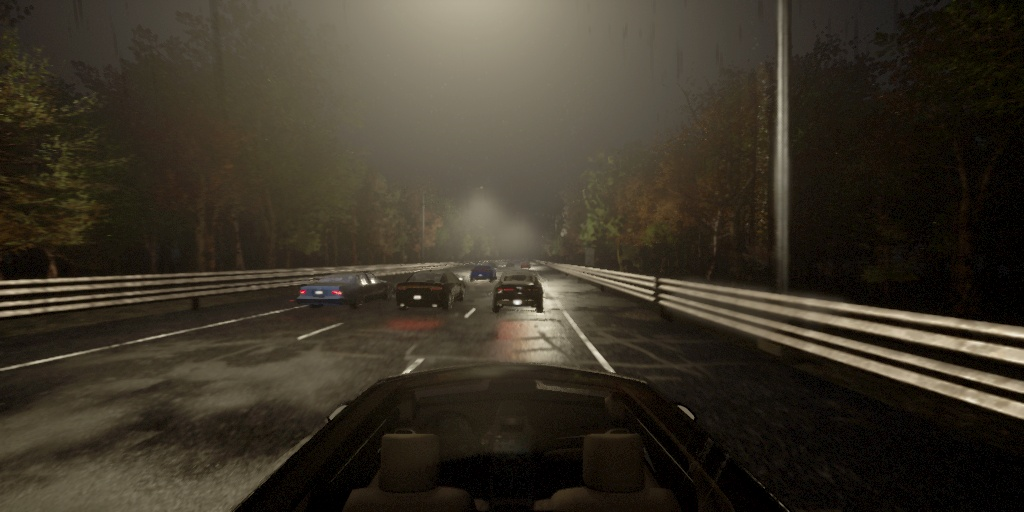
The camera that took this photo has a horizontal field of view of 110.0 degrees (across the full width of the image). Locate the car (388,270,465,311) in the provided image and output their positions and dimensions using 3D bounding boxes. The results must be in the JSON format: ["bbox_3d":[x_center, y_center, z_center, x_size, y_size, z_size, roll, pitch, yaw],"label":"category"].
[{"bbox_3d":[-3.204,1.316,15.020,1.882,1.535,5.008,0,0,2],"label":"car"}]

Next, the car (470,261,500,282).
[{"bbox_3d":[-2.494,1.460,32.075,1.882,1.535,5.008,0,0,2],"label":"car"}]

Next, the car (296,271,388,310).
[{"bbox_3d":[-6.702,1.358,15.146,2.033,1.411,5.357,0,0,2],"label":"car"}]

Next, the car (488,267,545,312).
[{"bbox_3d":[0.293,1.371,14.855,1.837,1.490,4.892,0,0,2],"label":"car"}]
